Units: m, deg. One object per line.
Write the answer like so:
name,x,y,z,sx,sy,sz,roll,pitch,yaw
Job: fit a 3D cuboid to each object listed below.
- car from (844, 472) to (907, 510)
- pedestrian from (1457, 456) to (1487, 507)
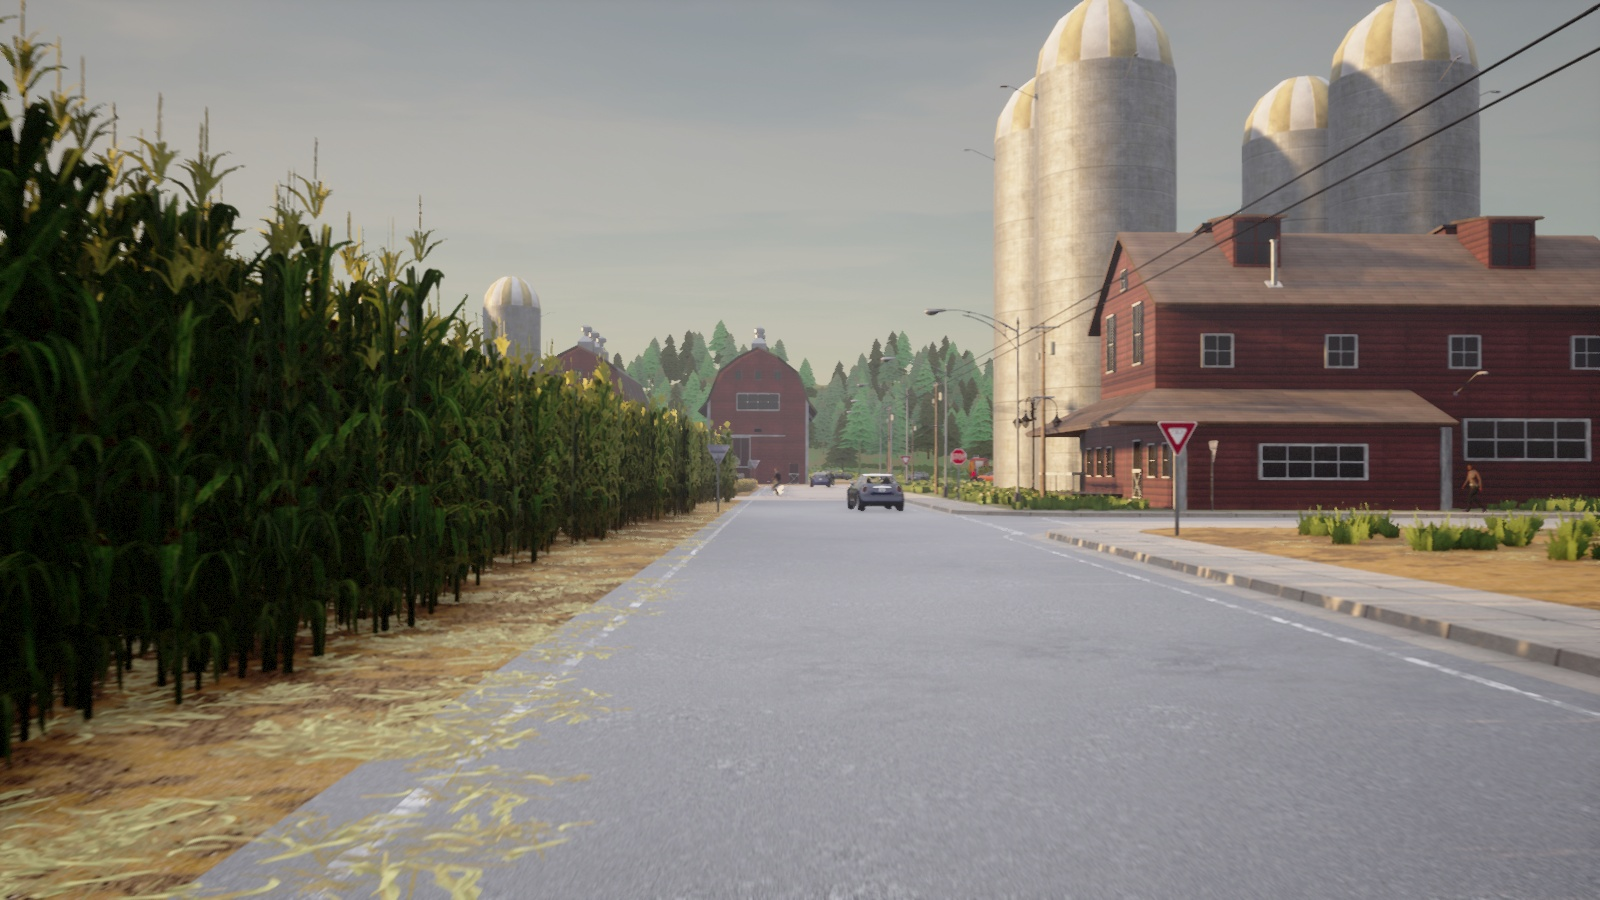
car,3.032,1.642,51.382,1.970,1.475,3.806,0,-1,-6
pedestrian,23.808,1.110,44.499,0.869,1.805,0.328,0,-1,-3
